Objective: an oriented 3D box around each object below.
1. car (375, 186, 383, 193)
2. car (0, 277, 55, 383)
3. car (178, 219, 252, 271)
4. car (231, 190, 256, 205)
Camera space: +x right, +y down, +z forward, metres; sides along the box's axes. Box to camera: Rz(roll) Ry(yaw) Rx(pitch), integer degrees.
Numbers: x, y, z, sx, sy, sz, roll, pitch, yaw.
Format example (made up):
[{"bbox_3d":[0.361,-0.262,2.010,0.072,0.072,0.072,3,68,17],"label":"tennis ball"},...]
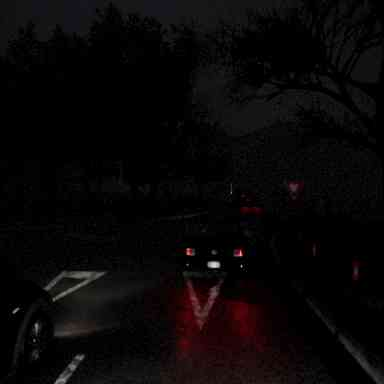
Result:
[{"bbox_3d":[32.645,-0.609,54.976,2.185,1.767,4.553,-1,3,-18],"label":"car"},{"bbox_3d":[-2.973,1.344,2.781,2.097,1.767,4.553,0,0,1],"label":"car"},{"bbox_3d":[0.793,1.499,10.604,1.895,1.301,4.718,0,1,6],"label":"car"},{"bbox_3d":[5.428,0.477,35.252,2.128,1.511,4.902,0,2,-3],"label":"car"}]
